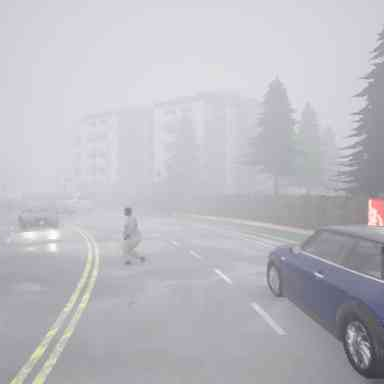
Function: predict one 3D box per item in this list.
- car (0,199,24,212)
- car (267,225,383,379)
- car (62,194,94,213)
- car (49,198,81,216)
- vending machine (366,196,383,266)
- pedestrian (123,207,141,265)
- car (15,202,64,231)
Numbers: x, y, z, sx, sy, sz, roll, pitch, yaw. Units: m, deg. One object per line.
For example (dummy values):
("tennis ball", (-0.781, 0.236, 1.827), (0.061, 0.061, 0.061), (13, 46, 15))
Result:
("car", (-20.948, 1.491, 38.119), (4.902, 1.511, 2.128), (0, 0, 32))
("car", (2.901, 1.351, 5.761), (2.097, 1.767, 4.553), (0, 0, -5))
("car", (-12.812, 1.219, 35.946), (5.566, 2.045, 2.150), (0, 0, 43))
("car", (-12.824, 1.547, 31.258), (2.033, 1.411, 5.357), (0, 0, -44))
("vending machine", (6.265, 1.195, 10.471), (1.100, 2.100, 0.880), (0, 0, -12))
("pedestrian", (-1.804, 1.294, 10.012), (0.375, 1.860, 0.375), (0, 0, -14))
("car", (-9.609, 1.564, 20.747), (1.994, 1.385, 4.181), (0, 0, -31))
